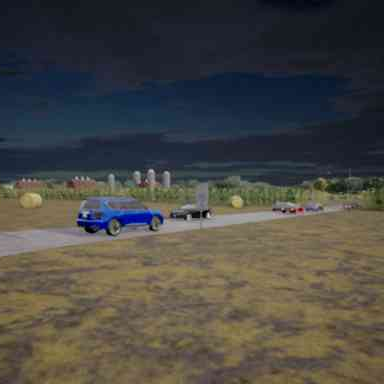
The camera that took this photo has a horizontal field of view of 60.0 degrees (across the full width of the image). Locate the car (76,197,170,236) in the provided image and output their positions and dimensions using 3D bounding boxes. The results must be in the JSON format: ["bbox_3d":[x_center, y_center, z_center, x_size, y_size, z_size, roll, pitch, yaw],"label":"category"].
[{"bbox_3d":[-4.049,1.354,19.570,2.150,2.045,5.566,1,0,36],"label":"car"}]

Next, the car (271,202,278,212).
[{"bbox_3d":[13.234,2.166,48.564,1.837,1.490,4.892,1,-1,36],"label":"car"}]

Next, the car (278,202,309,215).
[{"bbox_3d":[13.467,2.241,44.045,1.895,1.301,4.718,1,0,36],"label":"car"}]

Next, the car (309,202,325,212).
[{"bbox_3d":[19.277,2.351,52.268,2.033,1.411,5.357,1,0,36],"label":"car"}]

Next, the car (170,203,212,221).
[{"bbox_3d":[-0.036,1.756,30.105,1.882,1.535,5.008,1,0,36],"label":"car"}]
